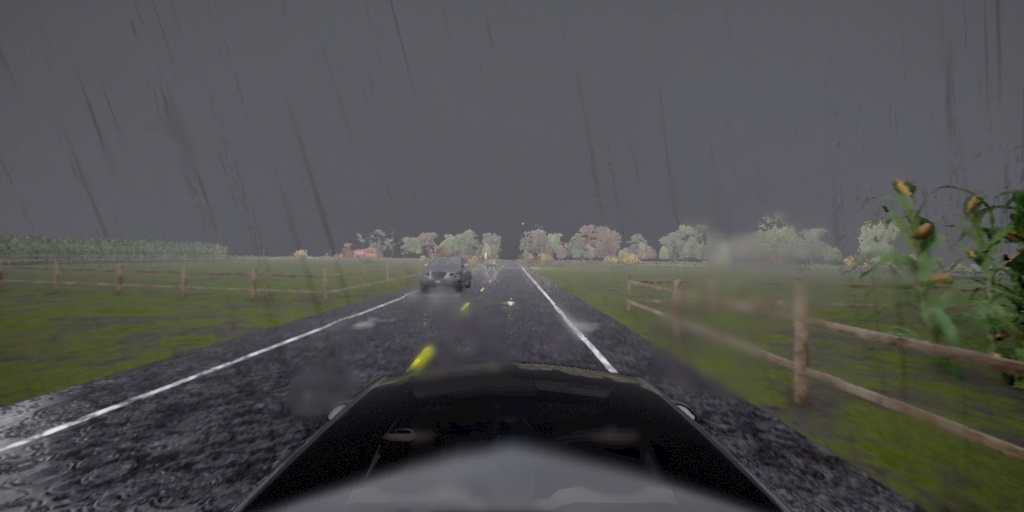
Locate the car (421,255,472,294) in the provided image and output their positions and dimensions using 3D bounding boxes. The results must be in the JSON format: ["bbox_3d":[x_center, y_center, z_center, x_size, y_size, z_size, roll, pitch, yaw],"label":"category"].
[{"bbox_3d":[-3.605,0.979,20.645,2.150,2.045,5.566,0,0,0],"label":"car"}]

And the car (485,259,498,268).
[{"bbox_3d":[-3.541,1.285,62.808,1.837,1.490,4.892,0,0,0],"label":"car"}]
